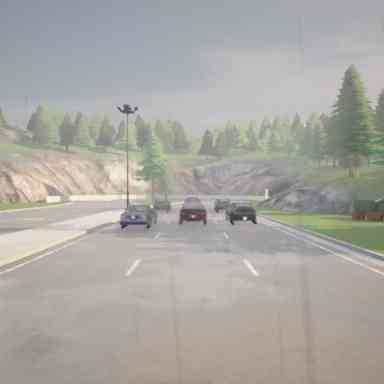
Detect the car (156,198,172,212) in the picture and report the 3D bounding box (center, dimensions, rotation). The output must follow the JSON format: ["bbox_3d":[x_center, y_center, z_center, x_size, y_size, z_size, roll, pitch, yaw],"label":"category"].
[{"bbox_3d":[-3.420,1.492,38.740,2.128,1.511,4.902,0,0,0],"label":"car"}]

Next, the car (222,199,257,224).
[{"bbox_3d":[3.579,1.505,24.855,1.837,1.490,4.892,0,0,0],"label":"car"}]

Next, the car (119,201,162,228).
[{"bbox_3d":[-3.435,1.548,22.077,2.033,1.411,5.357,0,0,0],"label":"car"}]

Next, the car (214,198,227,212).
[{"bbox_3d":[3.580,1.492,38.734,2.128,1.511,4.902,0,0,0],"label":"car"}]

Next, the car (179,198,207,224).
[{"bbox_3d":[0.079,1.477,24.857,1.882,1.535,5.008,0,0,0],"label":"car"}]
